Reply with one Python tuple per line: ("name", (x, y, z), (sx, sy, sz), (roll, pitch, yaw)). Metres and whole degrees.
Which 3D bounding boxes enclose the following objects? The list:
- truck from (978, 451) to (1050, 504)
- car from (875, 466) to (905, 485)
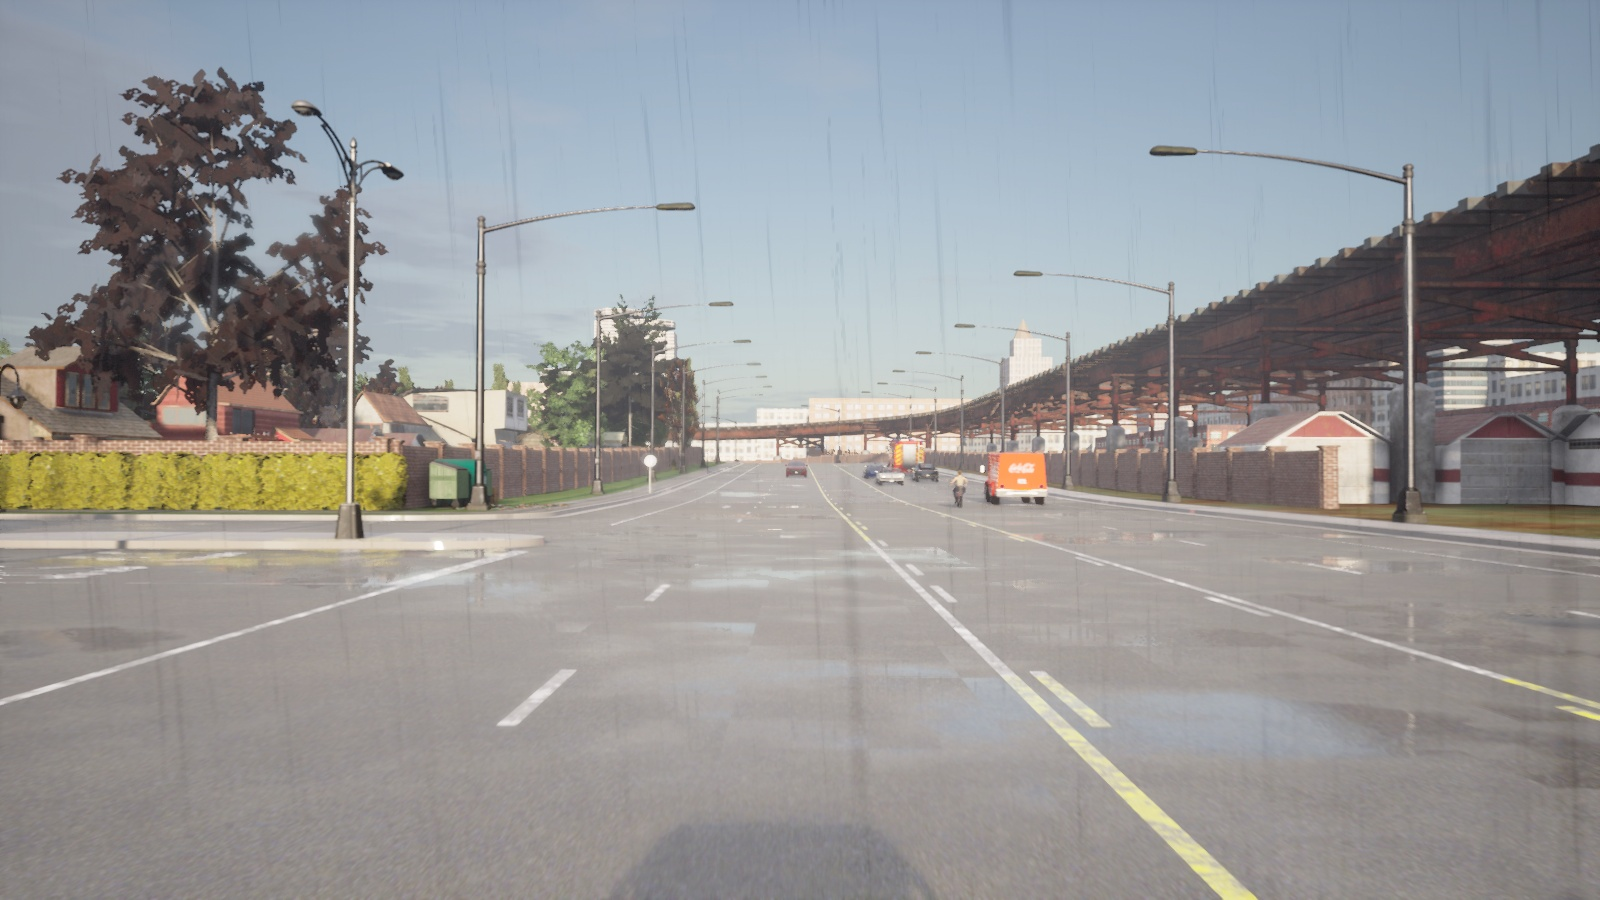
("truck", (10.336, 1.292, 61.103), (2.627, 2.467, 5.204), (0, -1, 0))
("car", (6.748, 1.912, 94.391), (1.895, 1.301, 4.718), (0, 0, 0))
